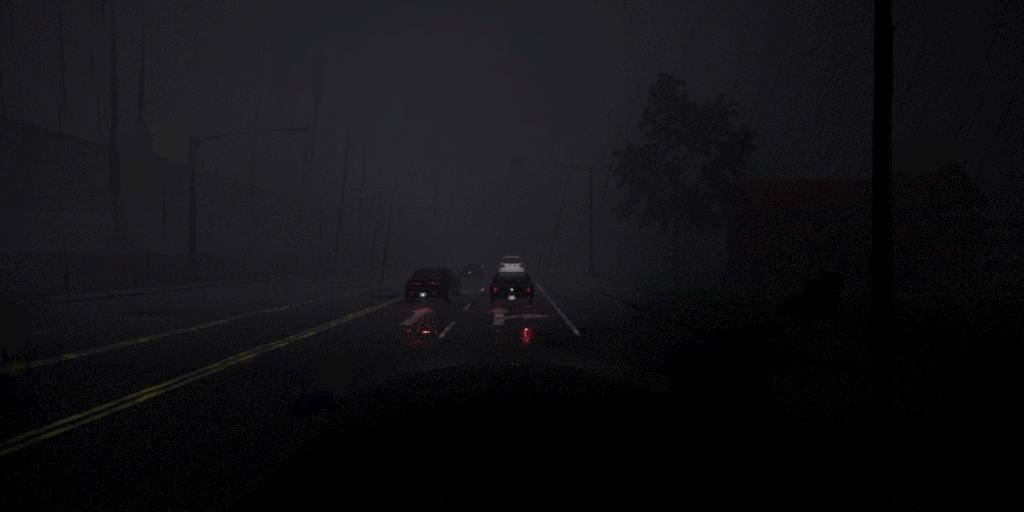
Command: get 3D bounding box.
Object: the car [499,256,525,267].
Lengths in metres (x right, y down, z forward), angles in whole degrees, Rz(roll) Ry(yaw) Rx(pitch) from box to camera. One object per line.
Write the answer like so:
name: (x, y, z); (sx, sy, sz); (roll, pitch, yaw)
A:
car: (0.000, 1.007, 31.530); (2.150, 2.045, 5.566); (0, 0, 0)

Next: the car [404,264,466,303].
car: (-3.500, 1.265, 16.500); (1.837, 1.490, 4.892); (0, 0, 0)

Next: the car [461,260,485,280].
car: (-3.500, 1.321, 31.500); (1.994, 1.385, 4.181); (0, 0, 0)

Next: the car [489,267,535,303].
car: (0.000, 1.365, 16.530); (1.895, 1.301, 4.718); (0, 0, 0)
